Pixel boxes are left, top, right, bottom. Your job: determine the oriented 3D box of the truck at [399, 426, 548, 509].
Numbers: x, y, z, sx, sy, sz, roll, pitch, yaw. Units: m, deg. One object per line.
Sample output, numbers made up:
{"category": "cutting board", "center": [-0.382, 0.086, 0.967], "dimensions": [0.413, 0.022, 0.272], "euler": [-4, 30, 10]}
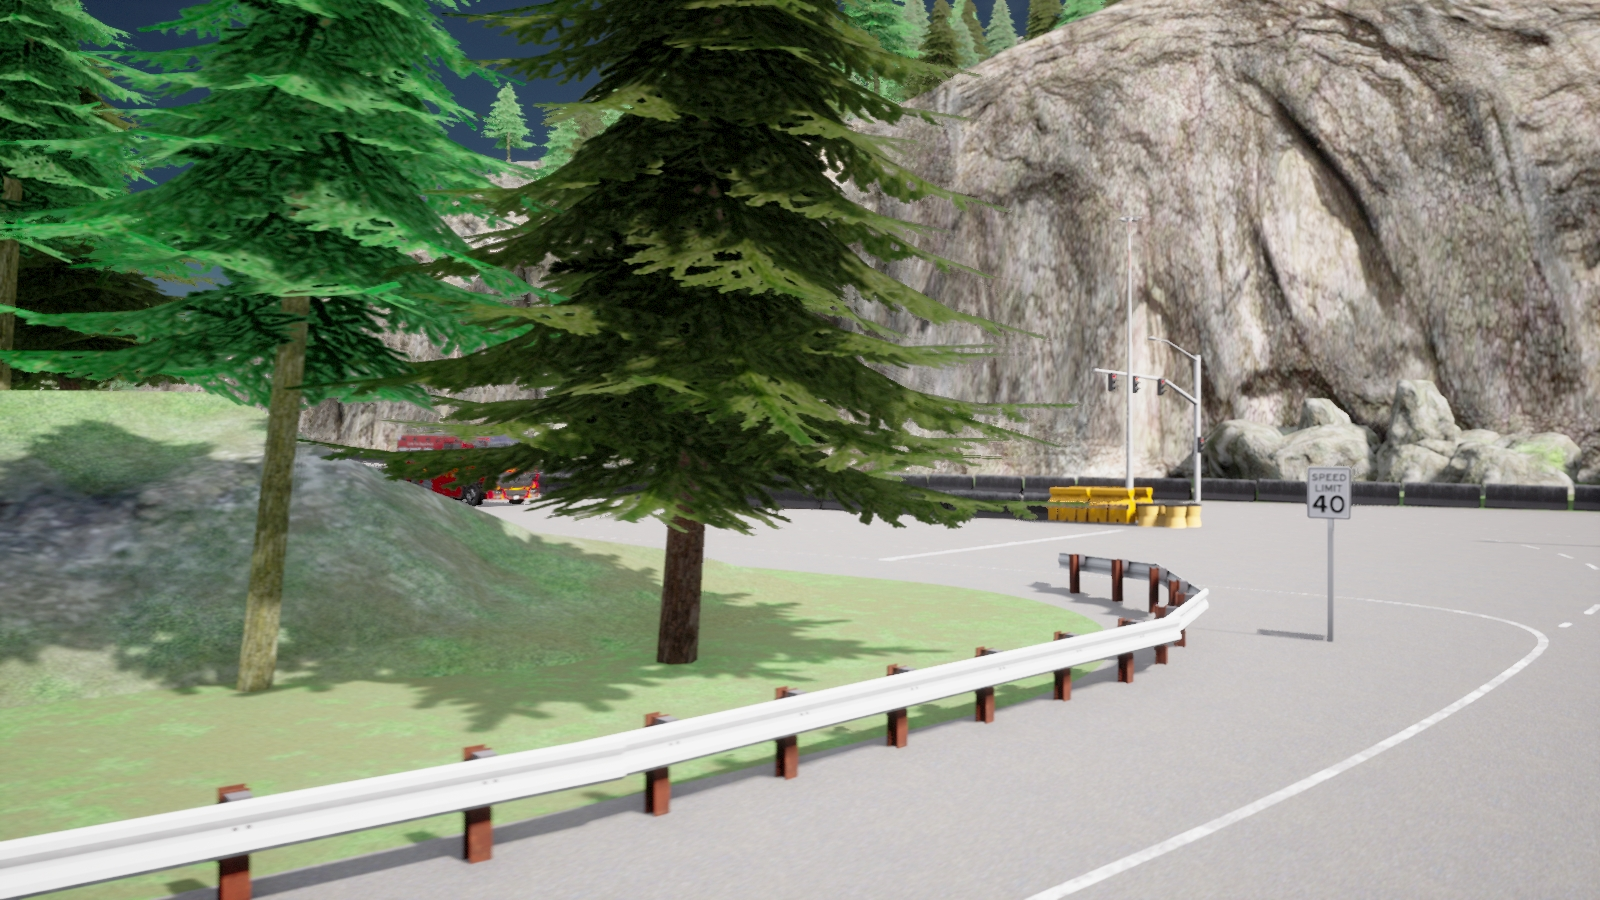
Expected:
{"category": "truck", "center": [-16.252, 0.744, 56.558], "dimensions": [8.468, 3.827, 2.891], "euler": [1, 1, 41]}
